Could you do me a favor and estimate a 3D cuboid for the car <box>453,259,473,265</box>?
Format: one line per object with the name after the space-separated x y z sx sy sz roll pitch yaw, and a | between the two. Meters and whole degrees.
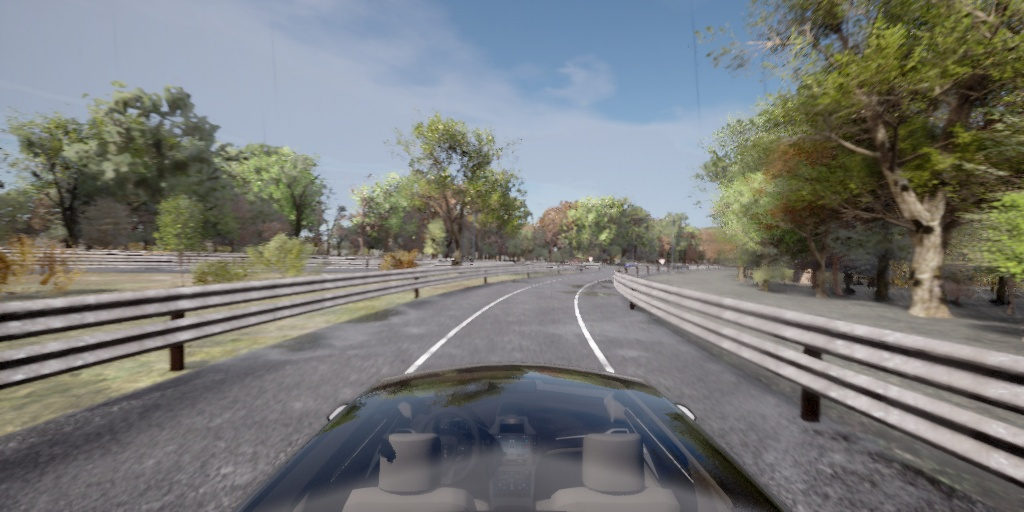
-7.616 1.274 61.597 5.357 1.411 2.033 2 0 -42 | car

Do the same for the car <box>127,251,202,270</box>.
-30.441 0.539 31.596 4.718 1.301 1.895 2 0 -42 | car

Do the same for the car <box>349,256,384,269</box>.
-18.637 0.834 46.947 5.008 1.535 1.882 2 0 -42 | car
